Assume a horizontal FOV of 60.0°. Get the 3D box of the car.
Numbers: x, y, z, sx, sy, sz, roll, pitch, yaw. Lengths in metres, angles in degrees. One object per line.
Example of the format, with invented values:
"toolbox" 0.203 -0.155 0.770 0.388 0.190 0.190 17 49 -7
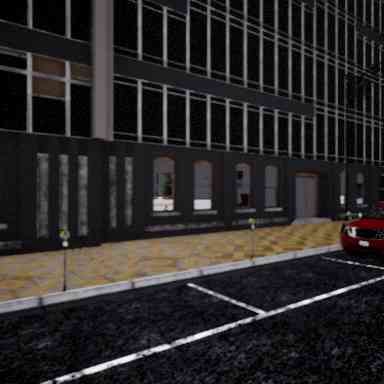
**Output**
"car" 7.440 1.290 11.893 5.009 1.841 2.192 0 0 -36
